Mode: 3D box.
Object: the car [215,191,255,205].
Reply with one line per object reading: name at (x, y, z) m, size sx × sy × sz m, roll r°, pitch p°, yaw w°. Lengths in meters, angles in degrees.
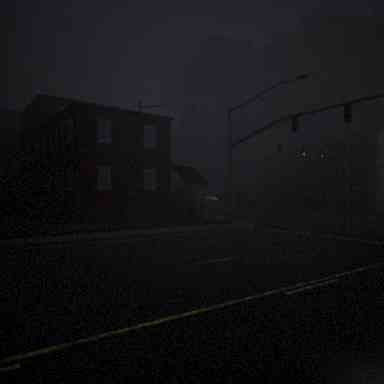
car at (5.145, 0.602, 40.037) m, size 2.033 × 1.411 × 5.357 m, roll 0°, pitch 7°, yaw -35°
